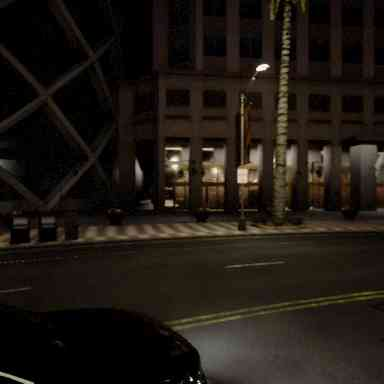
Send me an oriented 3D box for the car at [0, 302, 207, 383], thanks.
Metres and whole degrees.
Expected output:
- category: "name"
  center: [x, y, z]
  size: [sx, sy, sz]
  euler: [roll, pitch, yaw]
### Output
- category: "car"
  center: [-2.153, 1.507, 2.207]
  size: [4.892, 1.490, 1.837]
  euler: [0, 0, -32]
